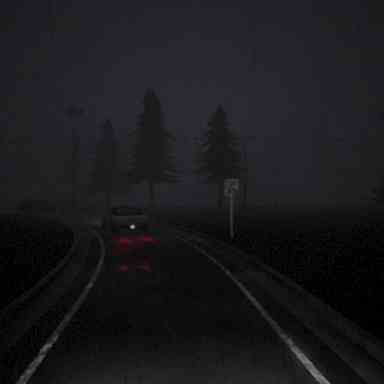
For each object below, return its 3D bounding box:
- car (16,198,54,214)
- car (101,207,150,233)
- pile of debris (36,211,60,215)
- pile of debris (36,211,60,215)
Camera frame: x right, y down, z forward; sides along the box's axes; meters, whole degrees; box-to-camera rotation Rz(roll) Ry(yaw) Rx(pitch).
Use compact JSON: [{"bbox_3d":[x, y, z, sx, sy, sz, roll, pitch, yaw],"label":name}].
[{"bbox_3d":[-15.973,1.335,33.738,5.008,1.535,1.882,0,0,37],"label":"car"},{"bbox_3d":[-3.991,1.492,19.181,1.895,1.301,4.718,0,0,-24],"label":"car"},{"bbox_3d":[-13.952,2.032,32.193,1.860,0.140,1.500,0,1,40],"label":"pile of debris"},{"bbox_3d":[-13.952,2.032,32.193,1.860,0.140,1.500,0,1,40],"label":"pile of debris"}]
